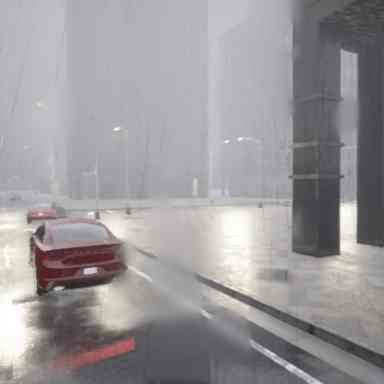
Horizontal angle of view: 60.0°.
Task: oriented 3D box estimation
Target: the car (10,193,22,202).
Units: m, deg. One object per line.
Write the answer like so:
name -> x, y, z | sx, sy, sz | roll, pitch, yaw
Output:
car -> -35.094, 1.109, 66.415 | 2.128, 1.511, 4.902 | -1, 1, -29

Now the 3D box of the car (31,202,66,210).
car -> -10.432, 1.431, 24.253 | 1.994, 1.385, 4.181 | -1, 1, -9

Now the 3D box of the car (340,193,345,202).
car -> 20.417, 0.717, 49.033 | 4.892, 1.490, 1.837 | 0, 1, -29

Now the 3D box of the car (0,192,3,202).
car -> -38.159, 1.162, 64.725 | 2.033, 1.411, 5.357 | -1, 1, -29

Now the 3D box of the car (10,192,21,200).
car -> -40.129, 0.878, 75.535 | 2.128, 1.511, 4.902 | -1, 1, -29

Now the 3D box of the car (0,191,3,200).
car -> -43.180, 0.745, 73.817 | 2.097, 1.767, 4.553 | -1, 1, -29

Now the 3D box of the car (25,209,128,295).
car -> -3.239, 1.431, 8.854 | 1.882, 1.535, 5.008 | -1, 0, -29
